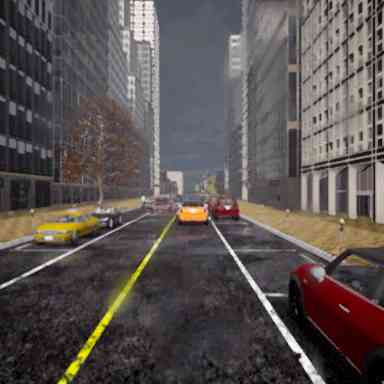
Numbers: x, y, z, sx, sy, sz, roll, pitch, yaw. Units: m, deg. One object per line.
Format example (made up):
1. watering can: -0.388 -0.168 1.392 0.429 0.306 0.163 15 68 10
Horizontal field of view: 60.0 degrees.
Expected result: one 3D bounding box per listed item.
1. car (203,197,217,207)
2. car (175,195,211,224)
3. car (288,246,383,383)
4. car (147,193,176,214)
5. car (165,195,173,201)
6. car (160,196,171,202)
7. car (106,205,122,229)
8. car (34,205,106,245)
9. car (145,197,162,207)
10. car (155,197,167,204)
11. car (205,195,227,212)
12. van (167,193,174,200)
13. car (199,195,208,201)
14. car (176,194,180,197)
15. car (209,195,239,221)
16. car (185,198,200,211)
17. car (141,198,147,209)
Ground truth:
1. car: 2.644 1.488 50.156 1.752 1.417 4.829 0 0 0
2. car: 0.076 1.340 24.634 2.097 1.767 4.553 0 0 0
3. car: 2.689 1.439 4.449 1.967 1.590 4.097 0 0 0
4. car: -3.131 1.330 35.111 2.097 1.767 4.553 0 0 0
5. car: -5.771 1.457 84.144 1.887 1.381 4.507 0 0 0
6. car: -5.760 1.481 72.760 2.008 1.369 4.403 0 0 0
7. car: -5.709 1.540 21.529 2.008 1.369 4.403 0 0 0
8. car: -5.703 1.519 15.666 1.752 1.417 4.829 0 0 0
9. car: -5.737 1.529 49.991 1.947 1.339 4.313 0 0 0
10. car: -5.748 1.530 61.374 1.802 1.307 4.206 0 0 0
11. car: 2.656 1.290 38.602 2.192 1.841 5.009 0 0 0
12. van: -5.775 1.244 89.836 1.690 1.788 3.998 0 0 0
13. car: 2.616 1.488 78.447 1.947 1.339 4.313 0 0 0
14. car: -3.076 1.341 76.380 1.837 1.490 4.892 0 0 0
15. car: 2.667 1.300 27.218 2.192 1.841 5.009 0 0 0
16. car: 0.058 1.498 41.400 1.812 1.442 4.674 0 0 0
17. car: -5.731 1.520 44.298 2.008 1.369 4.403 0 0 0
